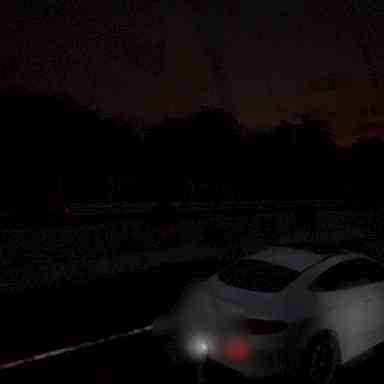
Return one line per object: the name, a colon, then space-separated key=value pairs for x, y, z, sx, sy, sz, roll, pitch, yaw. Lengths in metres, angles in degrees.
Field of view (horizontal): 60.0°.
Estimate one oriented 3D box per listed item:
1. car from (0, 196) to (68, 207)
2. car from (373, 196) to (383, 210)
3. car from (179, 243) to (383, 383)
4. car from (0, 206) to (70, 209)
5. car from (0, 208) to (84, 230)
car: x=-9.647 y=1.231 z=18.608 sx=5.566 sy=2.045 sz=2.150 roll=0 pitch=0 yaw=-36
car: x=26.300 y=1.422 z=44.218 sx=5.566 sy=2.045 sz=2.150 roll=1 pitch=-1 yaw=-35
car: x=1.985 y=1.542 z=5.162 sx=4.674 sy=1.442 sz=1.812 roll=0 pitch=0 yaw=-36
car: x=-7.372 y=1.575 z=15.931 sx=4.181 sy=1.385 sz=1.994 roll=0 pitch=0 yaw=-36
car: x=-6.687 y=1.510 z=12.121 sx=4.892 sy=1.490 sz=1.837 roll=0 pitch=0 yaw=-35
